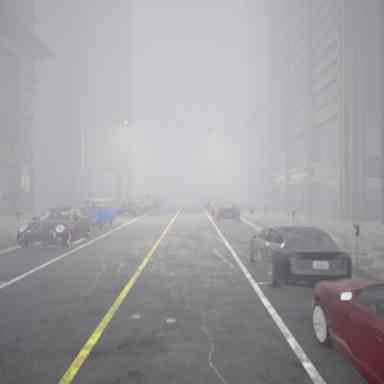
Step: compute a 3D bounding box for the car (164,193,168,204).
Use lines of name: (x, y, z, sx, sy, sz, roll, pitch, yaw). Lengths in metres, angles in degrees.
car: (-5.830, 1.327, 59.614, 1.967, 1.590, 4.097, 1, 0, 0)

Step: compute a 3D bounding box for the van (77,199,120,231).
van: (-5.841, 1.307, 20.243, 1.690, 1.788, 3.998, 1, 0, 0)

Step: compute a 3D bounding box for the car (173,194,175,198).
car: (-5.825, 1.384, 82.111, 1.887, 1.381, 4.507, 1, 0, 0)

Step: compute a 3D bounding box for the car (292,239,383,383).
car: (2.677, 1.540, 3.373, 1.887, 1.381, 4.507, 1, 0, 0)

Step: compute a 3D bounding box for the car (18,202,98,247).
car: (-5.844, 1.416, 14.619, 1.967, 1.590, 4.097, 1, 0, 0)

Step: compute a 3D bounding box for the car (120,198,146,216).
car: (-5.840, 1.511, 31.492, 1.947, 1.339, 4.313, 1, 0, 0)

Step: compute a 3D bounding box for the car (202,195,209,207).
car: (2.689, 1.467, 42.746, 1.887, 1.381, 4.507, 1, 0, 0)

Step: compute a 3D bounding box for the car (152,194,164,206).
car: (-5.832, 1.226, 48.365, 2.192, 1.841, 5.009, 1, 0, 0)

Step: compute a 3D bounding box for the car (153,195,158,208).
car: (-5.837, 1.448, 42.571, 1.752, 1.417, 4.829, 1, 0, 0)

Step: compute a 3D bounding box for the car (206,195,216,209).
car: (2.687, 1.385, 31.497, 1.967, 1.590, 4.097, 1, 0, 0)

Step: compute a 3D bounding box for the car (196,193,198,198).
car: (2.701, 1.166, 76.493, 2.192, 1.841, 5.009, 1, 0, 0)

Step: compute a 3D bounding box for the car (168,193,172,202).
car: (-5.829, 1.445, 70.862, 1.802, 1.307, 4.206, 1, 0, 0)

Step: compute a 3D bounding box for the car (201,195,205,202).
car: (2.690, 1.462, 48.371, 2.008, 1.369, 4.403, 1, 0, 0)

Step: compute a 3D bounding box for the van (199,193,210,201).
van: (2.698, 1.216, 65.244, 1.690, 1.788, 3.998, 1, 0, 0)

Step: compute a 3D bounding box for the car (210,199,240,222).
car: (2.684, 1.500, 25.872, 1.887, 1.381, 4.507, 1, 0, 0)

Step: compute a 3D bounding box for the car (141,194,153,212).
car: (-5.837, 1.374, 37.116, 1.967, 1.590, 4.097, 1, 0, 0)

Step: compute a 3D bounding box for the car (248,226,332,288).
car: (2.679, 1.552, 8.999, 1.947, 1.339, 4.313, 1, 0, 0)
